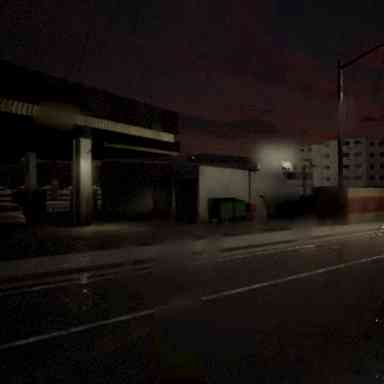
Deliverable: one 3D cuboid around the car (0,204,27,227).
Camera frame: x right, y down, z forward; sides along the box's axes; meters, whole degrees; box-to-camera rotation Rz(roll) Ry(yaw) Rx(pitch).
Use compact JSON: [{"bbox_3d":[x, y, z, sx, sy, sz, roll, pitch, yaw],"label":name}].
[{"bbox_3d":[-11.797,1.471,21.182,1.970,1.475,3.806,0,0,-34],"label":"car"}]
